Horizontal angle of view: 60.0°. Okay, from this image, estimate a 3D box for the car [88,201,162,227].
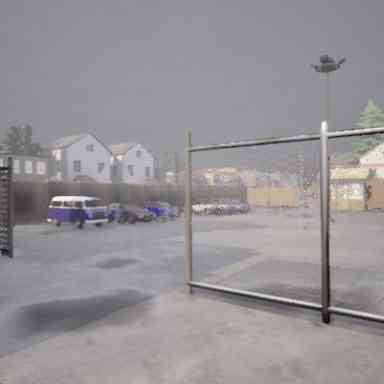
[{"bbox_3d":[-5.183,1.636,25.216,5.357,1.415,2.033,-1,0,36],"label":"car"}]

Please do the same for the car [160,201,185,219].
[{"bbox_3d":[-2.798,1.578,29.264,3.633,1.501,1.845,-1,0,36],"label":"car"}]

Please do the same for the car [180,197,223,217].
[{"bbox_3d":[0.930,1.400,32.889,3.866,1.878,1.905,-1,0,36],"label":"car"}]
